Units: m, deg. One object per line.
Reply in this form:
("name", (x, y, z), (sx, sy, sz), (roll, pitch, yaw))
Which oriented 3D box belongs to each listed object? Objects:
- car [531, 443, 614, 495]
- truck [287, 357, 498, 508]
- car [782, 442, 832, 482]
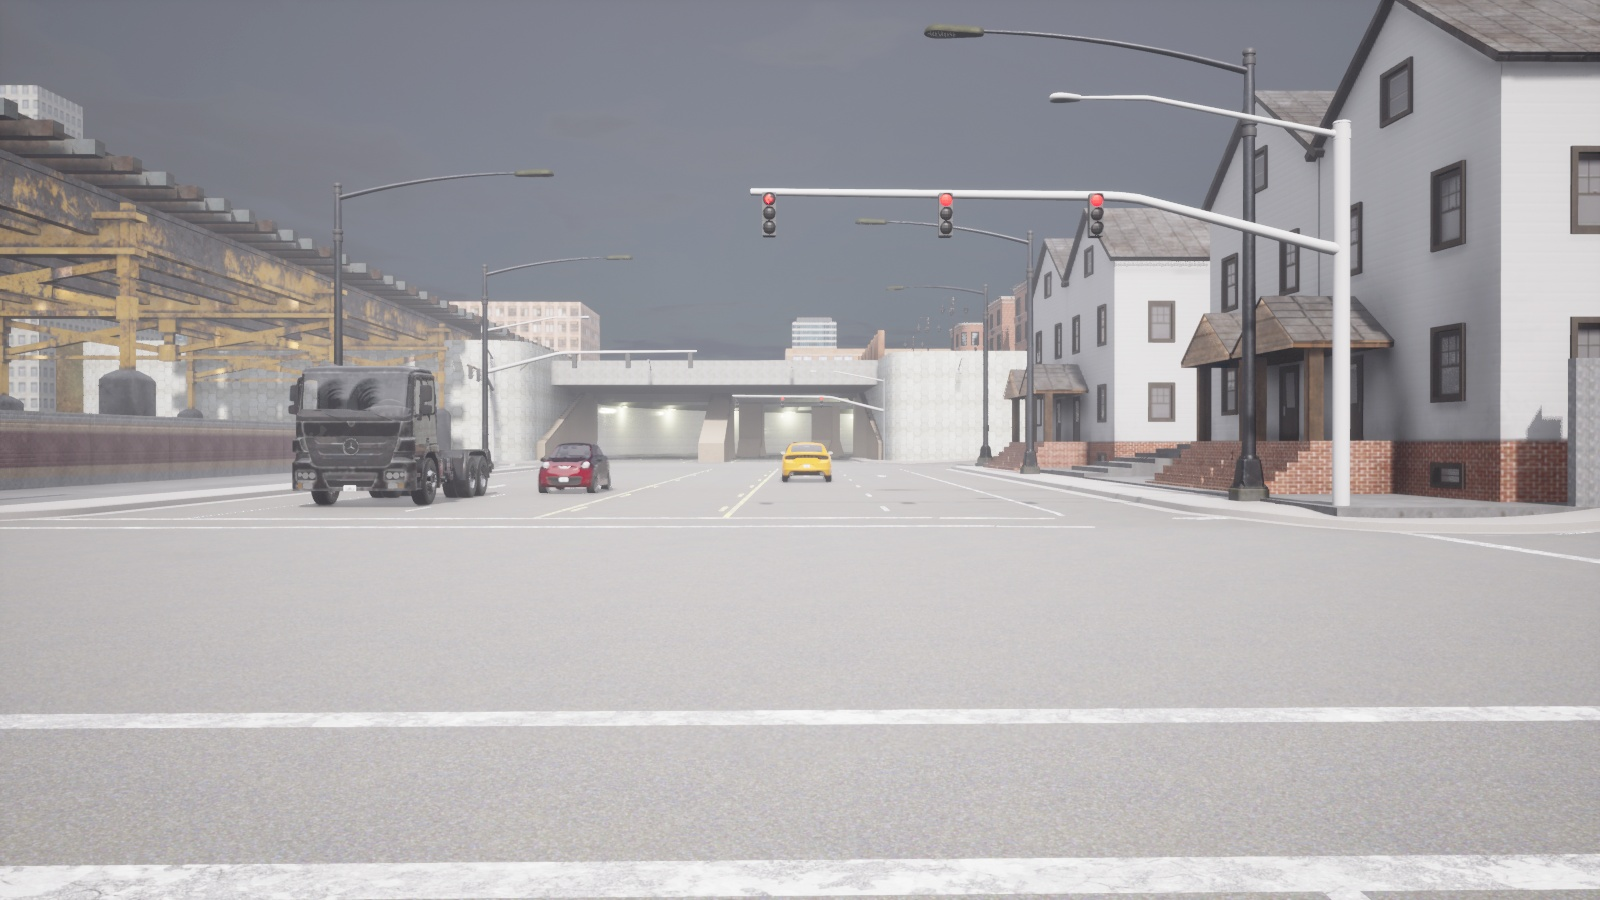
("car", (-6.795, 0.541, 37.829), (1.845, 1.501, 3.633), (0, 0, 0))
("truck", (-10.319, -0.429, 32.822), (2.891, 3.462, 7.936), (0, 0, 0))
("car", (0.267, 0.442, 50.005), (1.882, 1.535, 5.008), (0, 0, 0))
